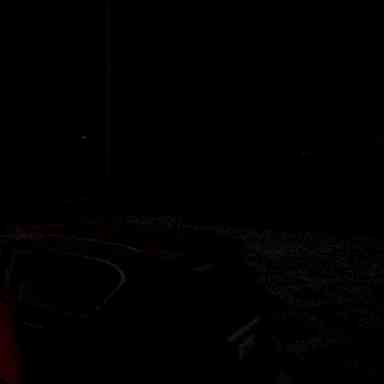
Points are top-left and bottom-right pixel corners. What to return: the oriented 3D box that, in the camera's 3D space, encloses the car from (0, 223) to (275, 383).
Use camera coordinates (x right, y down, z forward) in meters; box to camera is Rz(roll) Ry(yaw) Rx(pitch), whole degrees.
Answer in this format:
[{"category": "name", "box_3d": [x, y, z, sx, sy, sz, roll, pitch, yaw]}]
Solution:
[{"category": "car", "box_3d": [-1.510, 1.318, 4.039, 5.009, 1.841, 2.192, 0, 0, 36]}]
